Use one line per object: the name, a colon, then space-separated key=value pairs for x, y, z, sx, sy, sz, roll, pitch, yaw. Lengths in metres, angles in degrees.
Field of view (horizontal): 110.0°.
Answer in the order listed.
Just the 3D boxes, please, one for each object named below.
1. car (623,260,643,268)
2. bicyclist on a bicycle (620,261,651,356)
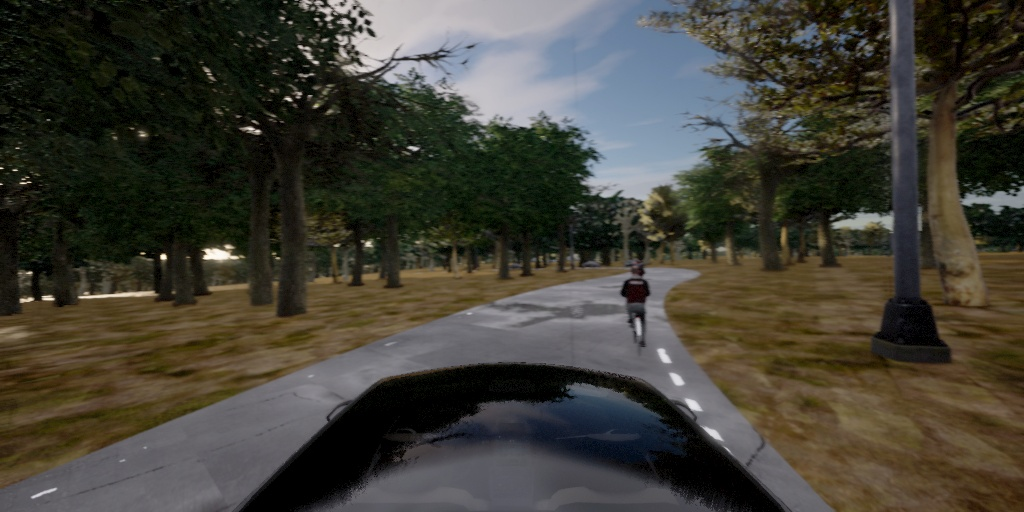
car: x=20.724 y=1.336 z=61.441 sx=1.994 sy=1.385 sz=4.181 roll=-1 pitch=-2 yaw=-6
bicyclist on a bicycle: x=2.604 y=1.082 z=7.569 sx=0.659 sy=1.776 sz=1.843 roll=-1 pitch=0 yaw=15
